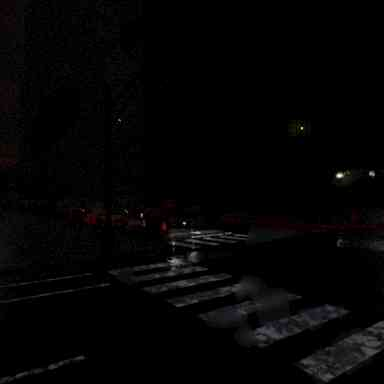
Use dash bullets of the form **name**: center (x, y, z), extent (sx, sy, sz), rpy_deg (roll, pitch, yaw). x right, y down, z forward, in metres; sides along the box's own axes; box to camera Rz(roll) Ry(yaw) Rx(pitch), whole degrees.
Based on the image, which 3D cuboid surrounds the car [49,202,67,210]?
- **car**: center (-23.865, 2.411, 59.275), extent (1.895, 1.301, 4.718), rpy_deg (0, -1, -35)

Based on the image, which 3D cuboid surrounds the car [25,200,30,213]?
- **car**: center (-20.527, 2.194, 44.434), extent (1.887, 1.381, 4.507), rpy_deg (-1, 0, -35)

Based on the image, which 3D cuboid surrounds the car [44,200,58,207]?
- **car**: center (-31.735, 2.592, 74.929), extent (1.947, 1.339, 4.313), rpy_deg (-1, 0, -35)

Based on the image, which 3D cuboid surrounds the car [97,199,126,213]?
- **car**: center (-11.191, 1.872, 46.051), extent (2.192, 1.841, 5.009), rpy_deg (-1, 0, -35)

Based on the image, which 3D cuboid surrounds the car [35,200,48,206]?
- **car**: center (-37.762, 2.707, 83.411), extent (2.008, 1.369, 4.403), rpy_deg (-1, 0, -35)

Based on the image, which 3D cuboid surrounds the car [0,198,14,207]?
- **car**: center (-41.294, 2.665, 73.662), extent (1.887, 1.381, 4.507), rpy_deg (-1, 0, -35)

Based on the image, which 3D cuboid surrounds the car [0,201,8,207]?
- **car**: center (-44.407, 2.770, 78.045), extent (1.802, 1.307, 4.206), rpy_deg (-1, 0, -35)

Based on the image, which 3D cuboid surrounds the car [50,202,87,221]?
- **car**: center (-12.036, 2.002, 32.485), extent (2.008, 1.369, 4.403), rpy_deg (-1, 0, -35)

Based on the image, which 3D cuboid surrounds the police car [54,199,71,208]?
- **police car**: center (-25.460, 2.304, 65.428), extent (1.930, 1.638, 5.238), rpy_deg (0, -1, -35)

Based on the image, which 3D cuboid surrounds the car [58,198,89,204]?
- **car**: center (-13.760, 1.753, 39.544), extent (2.150, 2.045, 5.566), rpy_deg (0, -1, -35)

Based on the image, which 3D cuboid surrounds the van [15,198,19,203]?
- **van**: center (-26.191, 2.121, 52.399), extent (1.690, 1.788, 3.998), rpy_deg (-1, 0, -35)

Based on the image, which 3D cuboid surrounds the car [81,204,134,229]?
- **car**: center (-6.279, 1.841, 24.381), extent (1.752, 1.417, 4.829), rpy_deg (-1, 0, -35)

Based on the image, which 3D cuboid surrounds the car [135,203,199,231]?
- **car**: center (-1.850, 1.756, 22.803), extent (1.837, 1.490, 4.892), rpy_deg (0, -1, -35)

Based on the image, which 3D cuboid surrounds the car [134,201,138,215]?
- **car**: center (-5.302, 2.001, 37.751), extent (1.802, 1.307, 4.206), rpy_deg (-1, 0, -35)

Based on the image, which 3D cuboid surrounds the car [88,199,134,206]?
- **car**: center (-7.605, 1.739, 30.866), extent (2.097, 1.767, 4.553), rpy_deg (0, -1, -35)

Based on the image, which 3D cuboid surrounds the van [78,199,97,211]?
- **van**: center (-17.074, 2.034, 54.352), extent (1.690, 1.788, 3.998), rpy_deg (-1, 0, -35)

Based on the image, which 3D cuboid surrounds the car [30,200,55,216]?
- **car**: center (-17.702, 1.899, 40.451), extent (2.192, 1.841, 5.009), rpy_deg (-1, 0, -35)

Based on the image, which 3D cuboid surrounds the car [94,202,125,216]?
- **car**: center (-9.879, 1.992, 39.586), extent (1.837, 1.490, 4.892), rpy_deg (0, -1, -35)

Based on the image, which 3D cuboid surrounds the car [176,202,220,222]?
- **car**: center (0.581, 1.825, 29.450), extent (1.887, 1.381, 4.507), rpy_deg (-1, 0, -35)

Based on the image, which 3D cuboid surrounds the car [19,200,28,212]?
- **car**: center (-23.358, 2.155, 48.416), extent (1.967, 1.590, 4.097), rpy_deg (-1, 0, -35)

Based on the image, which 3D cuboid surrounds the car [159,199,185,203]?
- **car**: center (-2.366, 1.665, 33.601), extent (2.192, 1.841, 5.009), rpy_deg (-1, 0, -35)

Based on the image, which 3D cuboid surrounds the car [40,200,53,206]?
- **car**: center (-34.749, 2.657, 79.170), extent (1.947, 1.339, 4.313), rpy_deg (-1, 0, -35)
